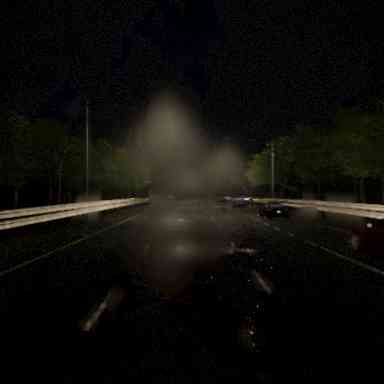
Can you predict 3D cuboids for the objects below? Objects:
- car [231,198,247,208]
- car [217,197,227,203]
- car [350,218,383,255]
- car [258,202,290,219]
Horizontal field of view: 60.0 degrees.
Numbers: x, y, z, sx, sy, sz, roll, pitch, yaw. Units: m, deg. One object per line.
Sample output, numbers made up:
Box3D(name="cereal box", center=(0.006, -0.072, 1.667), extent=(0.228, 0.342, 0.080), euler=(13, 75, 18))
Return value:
Box3D(name="car", center=(7.077, 1.635, 50.148), extent=(2.033, 1.411, 5.357), euler=(0, 0, 0))
Box3D(name="car", center=(7.250, 1.948, 80.532), extent=(1.994, 1.385, 4.181), euler=(0, -1, 0))
Box3D(name="car", center=(7.123, 1.487, 10.931), extent=(1.882, 1.535, 5.008), euler=(0, 0, -2))
Box3D(name="car", center=(7.026, 1.582, 28.905), extent=(1.994, 1.385, 4.181), euler=(0, 0, 0))
